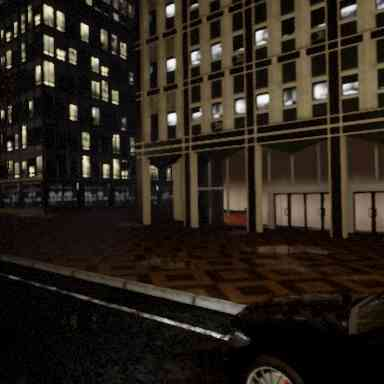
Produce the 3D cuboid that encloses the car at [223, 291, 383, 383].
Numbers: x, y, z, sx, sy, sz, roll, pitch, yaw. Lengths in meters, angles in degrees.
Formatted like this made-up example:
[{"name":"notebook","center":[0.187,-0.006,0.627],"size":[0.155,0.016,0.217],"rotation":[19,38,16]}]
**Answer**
[{"name":"car","center":[2.524,1.528,2.958],"size":[4.674,1.442,1.812],"rotation":[0,0,35]}]
